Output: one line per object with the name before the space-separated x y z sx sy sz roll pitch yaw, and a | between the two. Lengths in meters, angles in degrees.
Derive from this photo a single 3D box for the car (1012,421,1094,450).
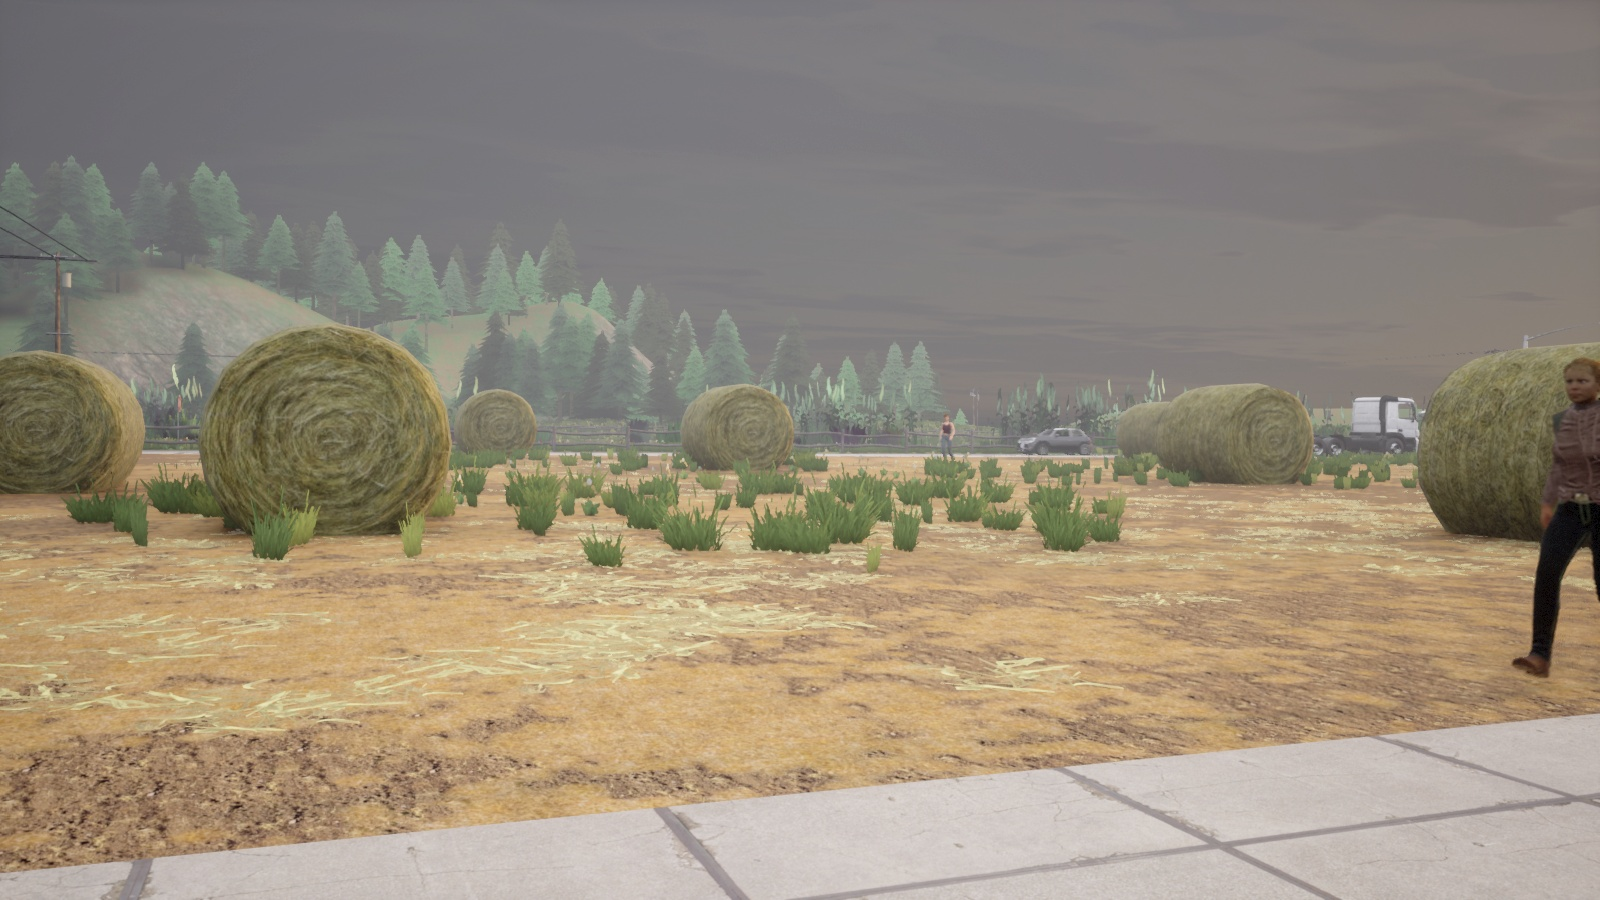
car | 13.470 -0.761 66.842 3.806 1.475 1.970 -1 1 -17

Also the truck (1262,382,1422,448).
truck | 29.335 -1.892 68.008 7.936 3.462 2.891 -1 1 -17

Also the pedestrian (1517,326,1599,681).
pedestrian | 4.247 0.272 6.822 0.634 1.846 0.331 -1 1 -30

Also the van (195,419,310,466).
van | -24.081 -0.362 55.379 4.442 1.987 1.775 -1 1 -17

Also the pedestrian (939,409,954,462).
pedestrian | 5.091 -0.512 43.723 0.345 1.836 0.594 0 1 23
